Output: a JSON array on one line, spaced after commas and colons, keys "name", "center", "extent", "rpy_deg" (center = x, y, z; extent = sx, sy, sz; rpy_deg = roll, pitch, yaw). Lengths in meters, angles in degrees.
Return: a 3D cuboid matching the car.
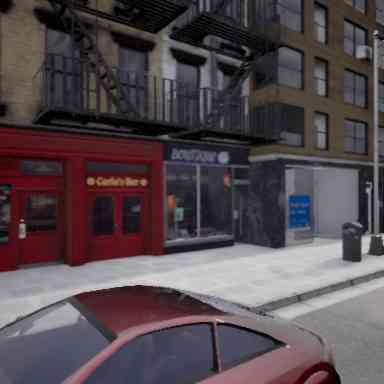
[{"name": "car", "center": [-0.699, 1.564, 2.572], "extent": [4.181, 1.385, 1.994], "rpy_deg": [0, 0, -36]}]
